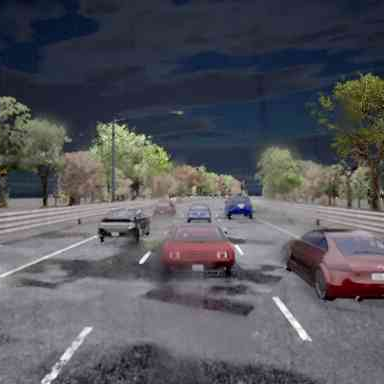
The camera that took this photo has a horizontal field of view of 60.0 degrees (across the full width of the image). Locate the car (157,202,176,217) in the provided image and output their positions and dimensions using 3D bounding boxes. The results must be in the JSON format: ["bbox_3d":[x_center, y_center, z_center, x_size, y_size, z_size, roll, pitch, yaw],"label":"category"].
[{"bbox_3d":[-2.630,1.688,32.798,1.812,1.442,4.674,1,-1,3],"label":"car"}]

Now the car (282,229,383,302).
[{"bbox_3d":[3.664,1.607,8.411,1.994,1.385,4.181,0,0,1],"label":"car"}]

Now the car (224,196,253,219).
[{"bbox_3d":[4.276,1.386,30.816,2.150,2.045,5.566,0,0,2],"label":"car"}]

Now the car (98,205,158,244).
[{"bbox_3d":[-3.185,1.574,16.471,2.128,1.511,4.902,0,0,1],"label":"car"}]

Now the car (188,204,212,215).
[{"bbox_3d":[0.618,1.688,26.911,2.033,1.411,5.357,0,0,2],"label":"car"}]

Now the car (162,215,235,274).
[{"bbox_3d":[0.200,1.654,10.714,1.895,1.301,4.718,0,0,1],"label":"car"}]
